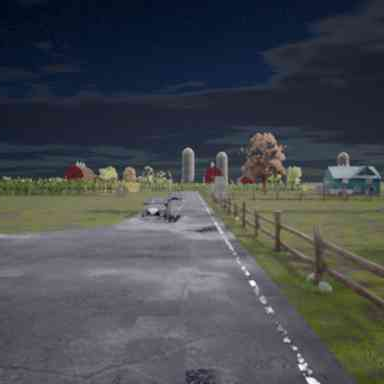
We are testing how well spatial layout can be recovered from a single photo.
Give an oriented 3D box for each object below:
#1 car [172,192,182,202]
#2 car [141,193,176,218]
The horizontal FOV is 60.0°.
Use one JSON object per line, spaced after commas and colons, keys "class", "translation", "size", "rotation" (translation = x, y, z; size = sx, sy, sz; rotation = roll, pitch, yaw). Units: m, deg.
{"class": "car", "translation": [-2.534, 0.725, 50.859], "size": [1.994, 1.385, 4.181], "rotation": [0, 1, 0]}
{"class": "car", "translation": [-2.643, 1.087, 25.097], "size": [2.128, 1.511, 4.902], "rotation": [0, 1, 0]}
